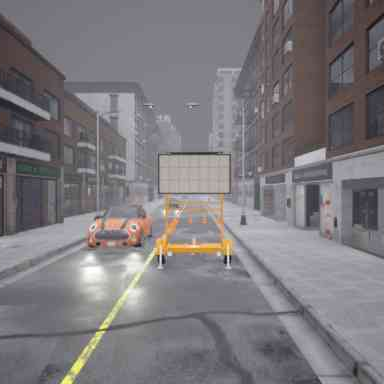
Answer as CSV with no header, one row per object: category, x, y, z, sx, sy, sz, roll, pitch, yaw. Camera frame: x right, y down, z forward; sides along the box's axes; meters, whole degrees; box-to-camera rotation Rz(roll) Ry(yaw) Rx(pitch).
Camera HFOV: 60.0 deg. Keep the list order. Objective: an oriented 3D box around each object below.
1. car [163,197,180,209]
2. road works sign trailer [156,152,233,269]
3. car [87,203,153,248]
car,-2.682,1.480,43.801,1.837,1.490,4.892,0,0,0
road works sign trailer,0.080,0.462,11.159,2.380,3.560,2.880,0,0,0
car,-2.994,1.348,14.655,2.097,1.767,4.553,0,0,0
